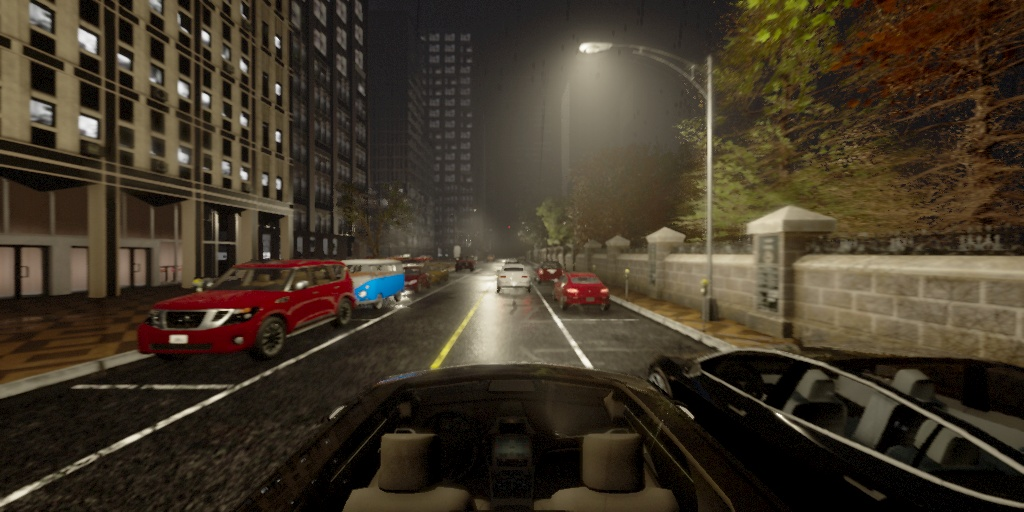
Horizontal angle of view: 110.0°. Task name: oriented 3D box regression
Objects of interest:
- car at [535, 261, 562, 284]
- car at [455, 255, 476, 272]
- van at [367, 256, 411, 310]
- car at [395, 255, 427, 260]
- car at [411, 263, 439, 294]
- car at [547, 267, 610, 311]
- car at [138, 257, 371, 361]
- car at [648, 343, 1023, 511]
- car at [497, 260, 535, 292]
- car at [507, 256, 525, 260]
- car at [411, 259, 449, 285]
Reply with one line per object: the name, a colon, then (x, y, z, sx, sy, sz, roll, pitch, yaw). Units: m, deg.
car: (2.564, 1.063, 24.937, 1.967, 1.591, 4.097, 0, 0, 0)
car: (-5.317, 0.844, 41.632, 2.192, 1.841, 5.009, 0, 0, 0)
van: (-5.460, 1.025, 13.928, 1.690, 1.789, 3.998, 0, 0, 0)
car: (-17.773, 0.795, 62.966, 4.207, 1.307, 1.802, 0, 0, 1)
car: (-5.461, 1.235, 19.469, 1.802, 1.307, 4.207, 0, 0, 0)
car: (2.565, 1.267, 13.838, 1.802, 1.307, 4.207, 0, 0, 0)
car: (-5.460, 1.029, 8.387, 2.192, 1.841, 5.009, 0, 0, 0)
car: (2.566, 1.310, 2.738, 1.948, 1.339, 4.313, 0, 0, 0)
car: (0.105, 1.174, 20.311, 1.812, 1.442, 4.674, 0, 0, 0)
car: (0.097, 1.027, 40.465, 2.128, 1.511, 4.902, 0, 0, 0)
car: (-5.461, 1.148, 24.840, 1.751, 1.417, 4.829, 0, 0, 0)
